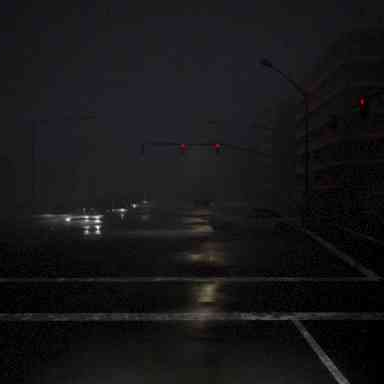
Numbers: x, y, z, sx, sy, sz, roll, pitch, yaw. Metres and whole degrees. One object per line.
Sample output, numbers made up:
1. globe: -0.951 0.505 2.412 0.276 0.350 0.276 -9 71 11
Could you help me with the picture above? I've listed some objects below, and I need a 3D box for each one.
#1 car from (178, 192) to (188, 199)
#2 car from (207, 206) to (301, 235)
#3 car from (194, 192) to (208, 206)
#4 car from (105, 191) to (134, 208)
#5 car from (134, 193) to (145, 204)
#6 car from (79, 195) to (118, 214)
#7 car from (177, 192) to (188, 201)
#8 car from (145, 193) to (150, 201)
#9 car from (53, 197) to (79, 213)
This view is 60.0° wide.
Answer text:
1. car: -1.924 0.741 75.859 2.033 1.411 5.357 0 1 1
2. car: 3.298 1.569 18.088 4.718 1.301 1.895 0 0 0
3. car: 1.313 1.193 46.407 2.128 1.511 4.902 0 1 1
4. car: -9.418 1.106 43.368 2.097 1.767 4.553 0 1 1
5. car: -9.299 1.132 53.013 2.033 1.411 5.357 0 1 1
6. car: -9.532 1.369 34.327 2.128 1.511 4.902 0 1 1
7. car: -1.958 0.917 65.208 2.033 1.411 5.357 0 1 1
8. car: -9.117 0.948 63.548 2.033 1.411 5.357 0 1 1
9. car: -13.020 1.346 35.392 1.882 1.535 5.008 0 1 1
